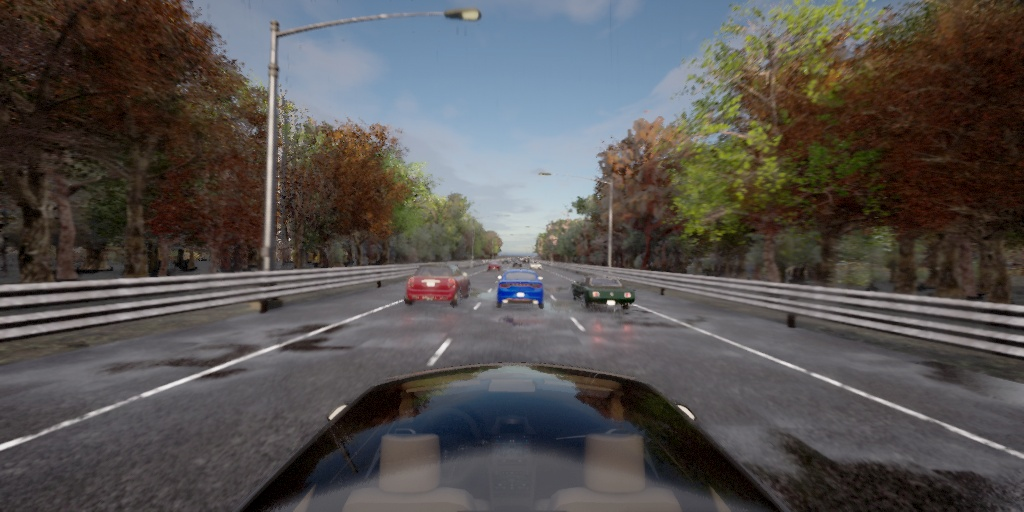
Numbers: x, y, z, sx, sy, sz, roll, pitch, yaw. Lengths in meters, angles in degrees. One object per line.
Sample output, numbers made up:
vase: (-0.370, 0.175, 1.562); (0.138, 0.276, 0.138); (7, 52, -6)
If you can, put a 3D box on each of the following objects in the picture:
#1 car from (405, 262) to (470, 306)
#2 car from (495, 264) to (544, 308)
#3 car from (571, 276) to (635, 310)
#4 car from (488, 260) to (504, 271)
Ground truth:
car: (-3.130, 1.135, 16.063); (2.097, 1.767, 4.553); (1, 0, 1)
car: (0.369, 1.340, 16.134); (1.882, 1.535, 5.008); (1, 0, 1)
car: (3.863, 1.541, 16.069); (1.895, 1.301, 4.718); (1, 0, 1)
car: (-2.644, 1.583, 55.220); (1.812, 1.442, 4.674); (1, 0, 1)
